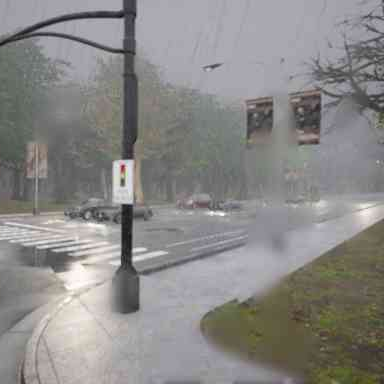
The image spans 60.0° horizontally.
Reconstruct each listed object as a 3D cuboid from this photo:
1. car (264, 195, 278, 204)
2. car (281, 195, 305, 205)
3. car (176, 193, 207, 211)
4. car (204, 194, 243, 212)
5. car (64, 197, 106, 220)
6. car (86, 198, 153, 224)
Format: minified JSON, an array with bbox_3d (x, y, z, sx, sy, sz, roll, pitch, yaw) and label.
[{"bbox_3d":[12.958,1.104,52.243,1.895,1.301,4.718,1,1,36],"label":"car"},{"bbox_3d":[15.744,1.117,50.546,2.033,1.411,5.357,1,1,36],"label":"car"},{"bbox_3d":[0.320,0.960,34.792,2.097,1.767,4.553,1,1,36],"label":"car"},{"bbox_3d":[3.458,1.231,33.598,1.994,1.385,4.181,1,1,36],"label":"car"},{"bbox_3d":[-7.018,1.176,24.577,1.837,1.490,4.892,1,1,36],"label":"car"},{"bbox_3d":[-4.574,1.299,22.413,1.994,1.385,4.181,1,1,36],"label":"car"}]
